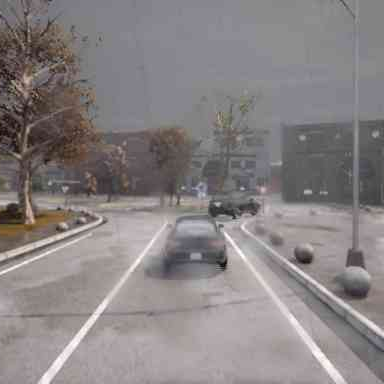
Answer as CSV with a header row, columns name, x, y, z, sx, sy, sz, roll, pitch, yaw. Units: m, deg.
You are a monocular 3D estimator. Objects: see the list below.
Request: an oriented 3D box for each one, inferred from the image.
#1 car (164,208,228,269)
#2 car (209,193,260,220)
name,x,y,z,sx,sy,sz,roll,pitch,yaw
car,0.107,1.500,10.983,1.812,1.442,4.674,0,0,0
car,3.532,1.055,26.973,2.150,2.045,5.566,0,1,37
